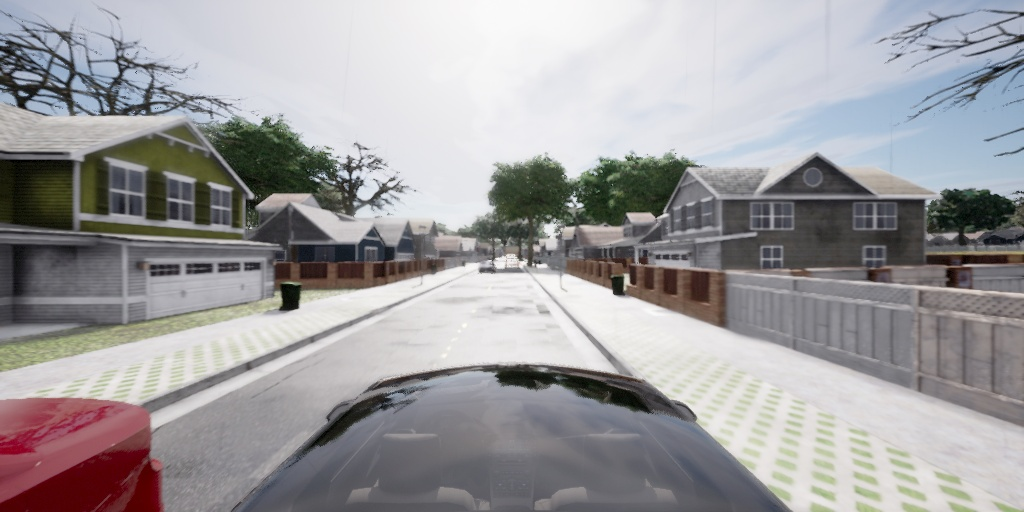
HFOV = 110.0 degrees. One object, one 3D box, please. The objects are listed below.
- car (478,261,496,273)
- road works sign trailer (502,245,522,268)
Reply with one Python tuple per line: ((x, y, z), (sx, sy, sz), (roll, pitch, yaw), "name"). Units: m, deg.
((-2.830, 1.229, 41.705), (2.033, 1.411, 5.357), (0, 0, 0), "car")
((0.021, 0.093, 57.026), (2.380, 3.560, 2.880), (0, 0, 0), "road works sign trailer")
